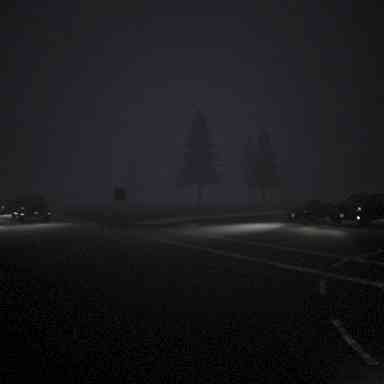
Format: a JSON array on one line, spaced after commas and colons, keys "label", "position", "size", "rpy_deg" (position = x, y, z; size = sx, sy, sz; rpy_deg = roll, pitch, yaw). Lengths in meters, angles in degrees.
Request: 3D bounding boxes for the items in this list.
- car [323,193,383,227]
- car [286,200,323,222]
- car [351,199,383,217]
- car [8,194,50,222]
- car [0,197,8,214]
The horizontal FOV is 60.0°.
[{"label": "car", "position": [11.476, 1.077, 21.995], "size": [5.566, 2.045, 2.150], "rpy_deg": [0, 0, -34]}, {"label": "car", "position": [9.029, 1.351, 24.541], "size": [4.902, 1.511, 2.128], "rpy_deg": [0, 0, -35]}, {"label": "car", "position": [16.308, 1.364, 29.733], "size": [4.181, 1.385, 1.994], "rpy_deg": [0, 0, -36]}, {"label": "car", "position": [-13.072, 1.190, 26.848], "size": [2.150, 2.045, 5.566], "rpy_deg": [0, 0, -35]}, {"label": "car", "position": [-18.435, 1.532, 34.571], "size": [1.994, 1.385, 4.181], "rpy_deg": [0, 0, -35]}]
